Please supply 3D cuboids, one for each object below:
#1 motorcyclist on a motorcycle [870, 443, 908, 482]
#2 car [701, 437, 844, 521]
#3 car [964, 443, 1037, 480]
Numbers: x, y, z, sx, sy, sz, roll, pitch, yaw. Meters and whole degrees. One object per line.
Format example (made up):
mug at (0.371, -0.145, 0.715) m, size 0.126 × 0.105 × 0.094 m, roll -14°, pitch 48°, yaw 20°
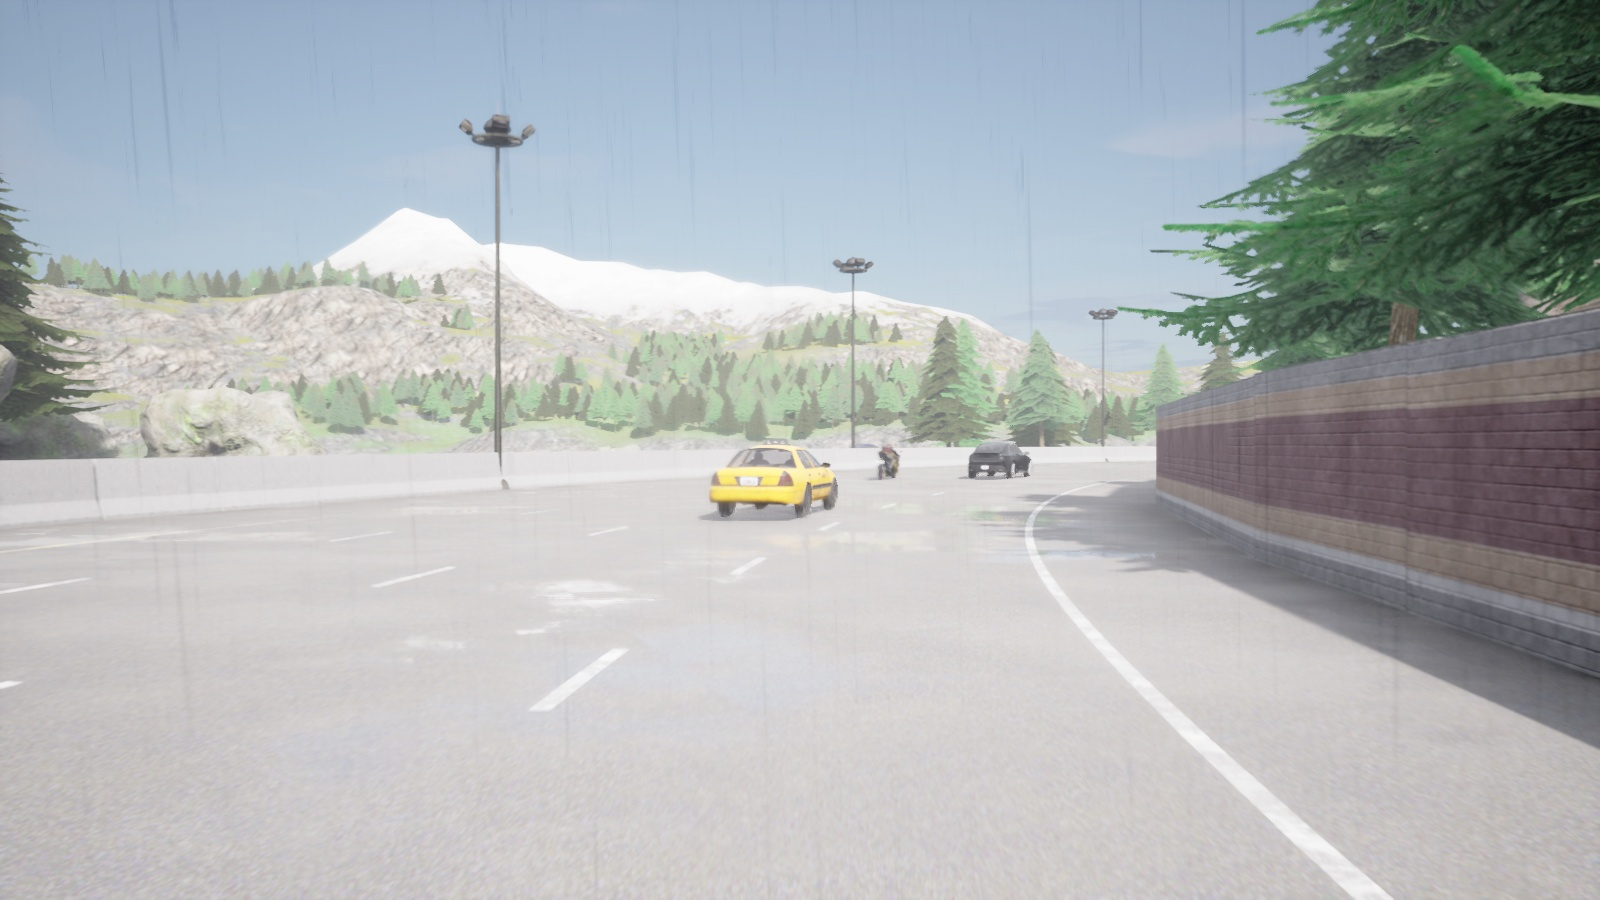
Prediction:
motorcyclist on a motorcycle at (3.653, 0.497, 51.161) m, size 0.866 × 1.530 × 2.191 m, roll 1°, pitch 1°, yaw 23°
car at (-0.439, 0.536, 26.415) m, size 1.801 × 1.575 × 5.366 m, roll 0°, pitch 0°, yaw 12°
car at (8.627, 0.458, 53.672) m, size 1.837 × 1.490 × 4.892 m, roll 0°, pitch 0°, yaw 24°
